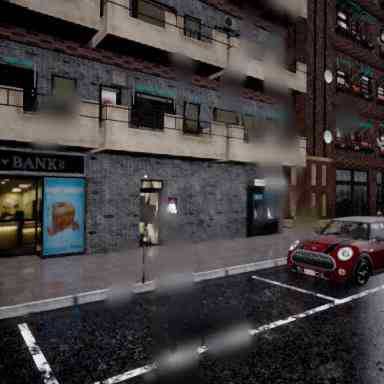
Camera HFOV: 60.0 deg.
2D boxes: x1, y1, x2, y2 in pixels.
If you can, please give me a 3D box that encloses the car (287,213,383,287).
[{"bbox_3d":[4.517,1.442,9.319,4.097,1.590,1.967,0,1,-36],"label":"car"}]
